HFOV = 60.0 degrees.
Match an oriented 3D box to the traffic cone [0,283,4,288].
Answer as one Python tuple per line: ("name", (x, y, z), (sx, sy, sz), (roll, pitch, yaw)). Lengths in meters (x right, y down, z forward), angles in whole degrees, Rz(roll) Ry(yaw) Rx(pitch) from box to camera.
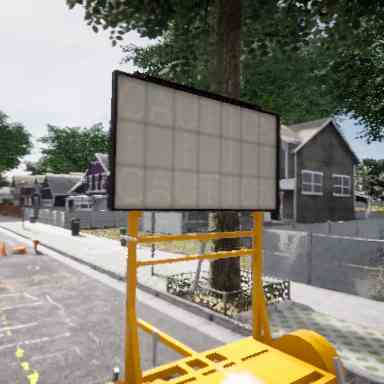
("traffic cone", (-5.155, 2.211, 8.730), (0.340, 0.580, 0.340), (3, -3, -37))

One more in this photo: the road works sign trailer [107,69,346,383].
("road works sign trailer", (0.039, 0.624, 3.930), (2.380, 3.560, 2.880), (3, -3, -37))
